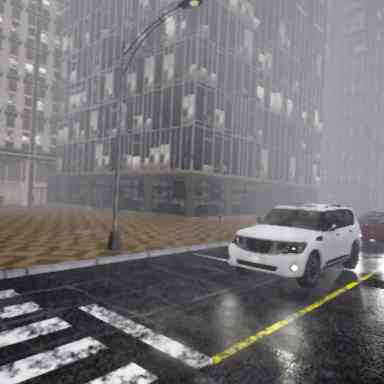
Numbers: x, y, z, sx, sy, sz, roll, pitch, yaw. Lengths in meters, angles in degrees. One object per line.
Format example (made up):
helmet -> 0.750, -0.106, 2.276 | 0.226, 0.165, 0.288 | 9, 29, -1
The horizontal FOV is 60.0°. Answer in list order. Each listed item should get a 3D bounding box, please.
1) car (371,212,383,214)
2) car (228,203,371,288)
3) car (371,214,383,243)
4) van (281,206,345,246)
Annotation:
car -> 14.262, 2.208, 25.891 | 1.887, 1.381, 4.507 | 3, 0, 43
car -> 3.439, 1.393, 10.240 | 2.150, 2.045, 5.566 | 2, 0, 43
car -> 10.121, 2.066, 17.538 | 1.895, 1.301, 4.718 | 2, 0, 43
van -> 6.503, 1.663, 17.584 | 1.690, 1.788, 3.998 | 3, 0, 43
